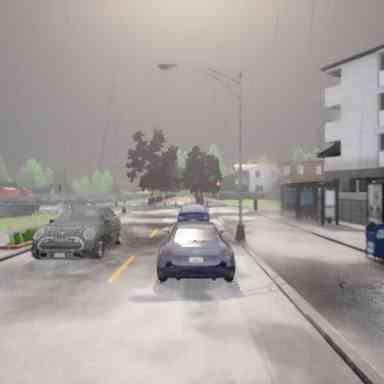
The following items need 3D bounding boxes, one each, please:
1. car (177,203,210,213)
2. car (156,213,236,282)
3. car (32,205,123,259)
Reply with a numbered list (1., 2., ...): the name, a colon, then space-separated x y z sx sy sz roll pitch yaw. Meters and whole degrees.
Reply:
1. car: 0.092 1.421 20.154 1.882 1.535 5.008 0 0 0
2. car: 0.097 1.536 9.723 1.994 1.385 4.181 0 0 0
3. car: -4.005 1.317 12.309 2.097 1.767 4.553 0 0 0
